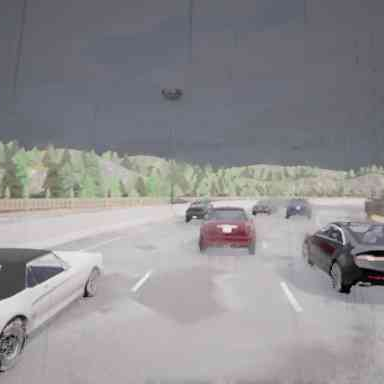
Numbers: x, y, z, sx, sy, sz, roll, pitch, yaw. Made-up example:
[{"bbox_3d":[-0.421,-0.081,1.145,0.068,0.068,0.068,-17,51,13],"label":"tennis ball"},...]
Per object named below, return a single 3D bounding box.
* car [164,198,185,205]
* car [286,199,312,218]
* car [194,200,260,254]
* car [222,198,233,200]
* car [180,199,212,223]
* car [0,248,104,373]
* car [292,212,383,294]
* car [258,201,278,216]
[{"bbox_3d":[-2.520,1.716,52.976,1.837,1.490,4.892,0,-1,31],"label":"car"},{"bbox_3d":[9.967,1.443,30.747,2.097,1.767,4.553,0,0,21],"label":"car"},{"bbox_3d":[1.559,1.378,13.931,2.097,1.767,4.553,0,0,9],"label":"car"},{"bbox_3d":[5.433,1.740,52.592,1.812,1.442,4.674,0,-1,34],"label":"car"},{"bbox_3d":[0.899,1.567,26.146,1.837,1.490,4.892,0,0,17],"label":"car"},{"bbox_3d":[-3.075,1.597,5.609,1.895,1.301,4.718,0,0,4],"label":"car"},{"bbox_3d":[4.286,1.516,8.749,2.128,1.511,4.902,0,0,6],"label":"car"},{"bbox_3d":[7.579,1.653,34.290,2.033,1.411,5.357,0,0,24],"label":"car"}]
